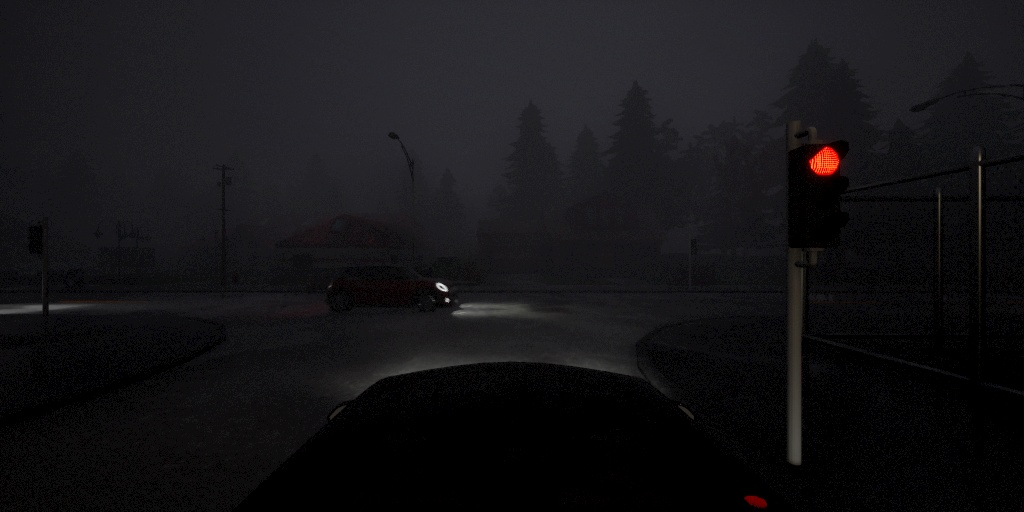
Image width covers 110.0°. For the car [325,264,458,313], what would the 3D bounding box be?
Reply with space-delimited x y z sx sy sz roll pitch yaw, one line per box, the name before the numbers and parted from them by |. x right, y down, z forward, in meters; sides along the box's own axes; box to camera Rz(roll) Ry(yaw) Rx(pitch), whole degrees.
car | -4.348 1.102 13.441 4.553 1.767 2.097 0 0 0
